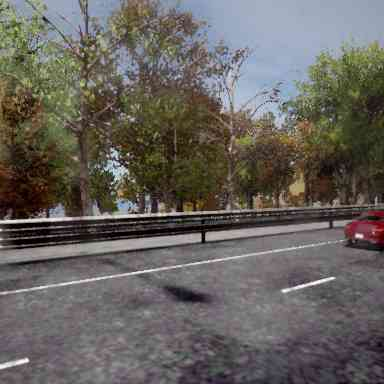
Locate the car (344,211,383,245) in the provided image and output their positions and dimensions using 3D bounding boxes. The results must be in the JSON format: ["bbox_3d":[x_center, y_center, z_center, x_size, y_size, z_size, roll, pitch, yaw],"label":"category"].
[{"bbox_3d":[8.323,1.536,14.198,4.674,1.442,1.812,0,0,-36],"label":"car"}]
